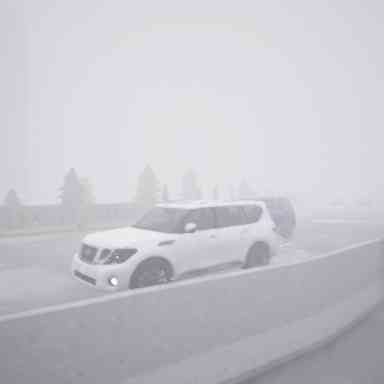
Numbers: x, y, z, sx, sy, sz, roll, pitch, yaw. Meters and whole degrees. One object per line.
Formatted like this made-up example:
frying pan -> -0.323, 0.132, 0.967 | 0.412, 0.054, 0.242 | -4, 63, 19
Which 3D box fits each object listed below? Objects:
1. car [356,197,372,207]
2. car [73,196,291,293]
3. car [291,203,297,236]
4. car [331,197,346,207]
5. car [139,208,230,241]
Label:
car -> 25.596, 1.428, 49.443 | 1.882, 1.535, 5.008 | 0, 0, 25
car -> -0.091, 1.235, 8.546 | 5.566, 2.045, 2.150 | 0, 0, -39
car -> 2.832, 1.232, 15.756 | 5.566, 2.045, 2.150 | 0, 0, -44
car -> 22.772, 1.514, 51.668 | 2.033, 1.411, 5.357 | 0, 0, 25
car -> -0.269, 1.627, 17.636 | 4.718, 1.301, 1.895 | 0, 0, -43
